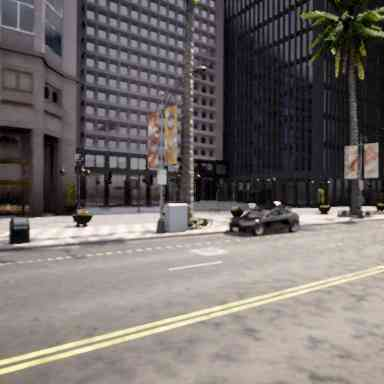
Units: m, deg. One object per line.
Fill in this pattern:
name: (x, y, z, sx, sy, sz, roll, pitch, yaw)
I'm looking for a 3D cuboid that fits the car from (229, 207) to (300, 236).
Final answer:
car: (4.306, 1.648, 19.460, 4.786, 1.482, 2.161, 1, 0, -36)
